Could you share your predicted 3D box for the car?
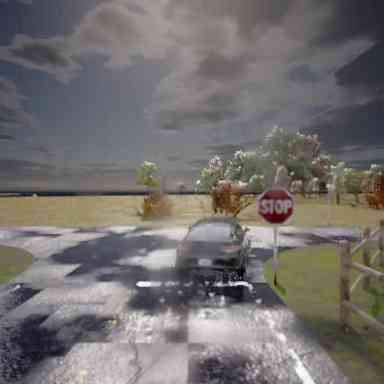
[{"bbox_3d":[0.778,1.531,10.283,1.812,1.442,4.674,0,0,12],"label":"car"}]
